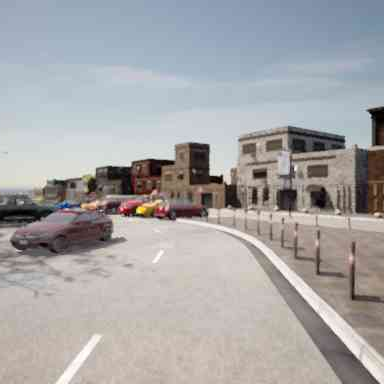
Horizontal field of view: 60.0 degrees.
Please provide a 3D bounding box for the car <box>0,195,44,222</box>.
[{"bbox_3d":[-15.129,1.295,26.683,5.566,2.045,2.435,0,-1,-37],"label":"car"}]

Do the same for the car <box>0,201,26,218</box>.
[{"bbox_3d":[-18.692,1.647,31.153,5.366,1.575,1.946,0,-1,-36],"label":"car"}]

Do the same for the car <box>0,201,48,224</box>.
[{"bbox_3d":[-13.477,1.511,24.427,4.892,1.521,2.231,0,-1,-37],"label":"car"}]

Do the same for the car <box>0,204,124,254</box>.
[{"bbox_3d":[-4.924,1.452,13.458,1.812,1.442,4.674,1,0,20],"label":"car"}]

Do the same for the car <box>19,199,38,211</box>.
[{"bbox_3d":[-30.083,2.434,61.002,2.150,2.045,5.566,0,-2,-36],"label":"car"}]

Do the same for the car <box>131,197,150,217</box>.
[{"bbox_3d":[-2.569,1.497,30.301,5.008,1.535,2.097,0,-1,-37],"label":"car"}]

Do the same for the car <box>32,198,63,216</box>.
[{"bbox_3d":[-15.584,1.566,35.777,2.097,1.767,4.553,0,-1,-36],"label":"car"}]

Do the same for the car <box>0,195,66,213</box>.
[{"bbox_3d":[-11.867,1.228,22.302,5.566,2.045,2.435,0,-1,-37],"label":"car"}]

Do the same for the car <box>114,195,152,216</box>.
[{"bbox_3d":[-4.333,1.280,32.630,5.566,2.045,2.435,0,-1,-37],"label":"car"}]

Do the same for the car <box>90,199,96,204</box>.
[{"bbox_3d":[-9.817,1.573,40.049,4.553,1.767,2.185,0,-1,-36],"label":"car"}]

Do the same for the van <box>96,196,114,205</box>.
[{"bbox_3d":[-8.084,1.411,37.556,4.442,1.987,1.878,0,-1,-36],"label":"van"}]

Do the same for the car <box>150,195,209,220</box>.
[{"bbox_3d":[-0.779,1.337,27.852,4.553,1.767,2.185,0,-1,-37],"label":"car"}]

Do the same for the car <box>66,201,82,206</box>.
[{"bbox_3d":[-15.086,1.785,40.794,1.882,1.535,5.008,0,-1,-37],"label":"car"}]

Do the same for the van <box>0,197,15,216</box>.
[{"bbox_3d":[-21.688,1.551,35.726,4.442,1.987,1.878,0,-1,-36],"label":"van"}]
